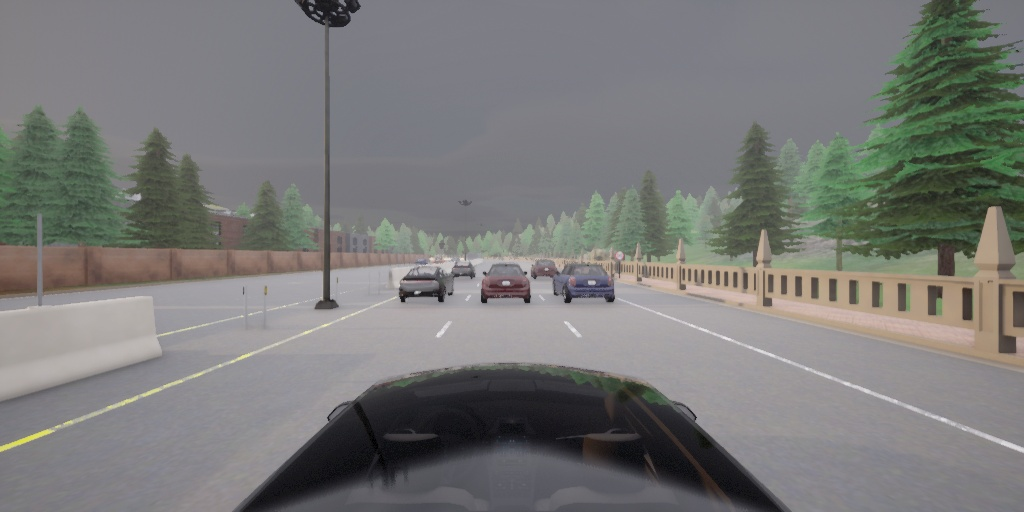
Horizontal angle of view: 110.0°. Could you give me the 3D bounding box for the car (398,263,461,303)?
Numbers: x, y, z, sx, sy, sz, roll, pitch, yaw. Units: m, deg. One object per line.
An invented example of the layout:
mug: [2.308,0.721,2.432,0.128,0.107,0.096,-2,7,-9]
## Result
car: [-3.813,1.242,16.558,2.128,1.511,4.902,0,0,-2]

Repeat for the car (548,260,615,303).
car: [3.183,1.113,16.777,2.097,1.767,4.553,0,0,-2]

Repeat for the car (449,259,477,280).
car: [-4.208,1.243,31.531,2.128,1.511,4.902,0,0,-1]

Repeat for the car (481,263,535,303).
car: [-0.315,1.113,16.653,2.097,1.767,4.553,0,0,-2]

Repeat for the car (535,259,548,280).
car: [2.791,1.114,31.664,2.097,1.767,4.553,0,0,-1]
